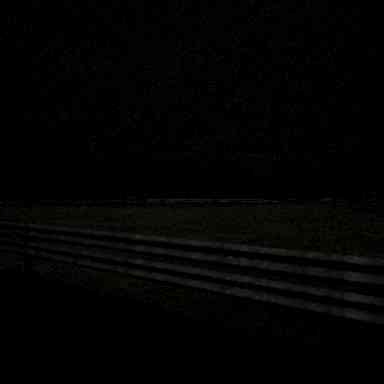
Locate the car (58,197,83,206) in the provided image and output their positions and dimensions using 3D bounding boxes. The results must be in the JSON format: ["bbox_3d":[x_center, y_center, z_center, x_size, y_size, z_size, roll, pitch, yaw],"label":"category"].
[{"bbox_3d":[-23.115,1.777,63.478,4.553,1.767,2.097,0,0,-1],"label":"car"}]
